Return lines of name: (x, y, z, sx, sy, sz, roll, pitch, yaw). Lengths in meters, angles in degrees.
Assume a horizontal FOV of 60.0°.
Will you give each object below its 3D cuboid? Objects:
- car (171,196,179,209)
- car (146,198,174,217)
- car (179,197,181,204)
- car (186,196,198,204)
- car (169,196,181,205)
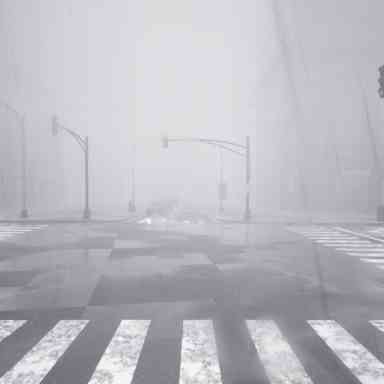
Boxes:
car: (-3.128, 1.539, 41.406, 2.033, 1.411, 5.357, 0, 0, 0)
car: (-3.123, 1.541, 31.334, 2.033, 1.411, 5.357, 0, 0, 0)
car: (-3.115, 1.554, 51.489, 1.994, 1.385, 4.181, 0, 0, 1)
car: (-0.021, 1.515, 62.664, 1.812, 1.442, 4.674, 0, 0, 0)
car: (-3.068, 1.466, 61.980, 1.882, 1.535, 5.008, 0, 0, 1)
